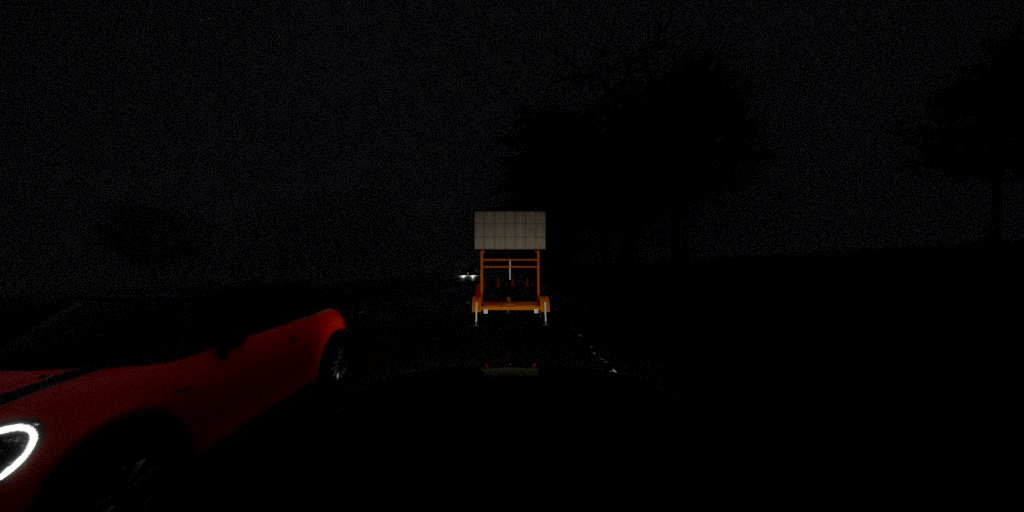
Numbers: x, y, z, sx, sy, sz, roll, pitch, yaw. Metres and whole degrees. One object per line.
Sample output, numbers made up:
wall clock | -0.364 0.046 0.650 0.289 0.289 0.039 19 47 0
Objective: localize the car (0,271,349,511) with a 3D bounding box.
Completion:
car | -3.637 1.102 3.804 2.097 1.767 4.553 0 0 0

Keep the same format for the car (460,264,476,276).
car | -5.683 1.779 46.687 2.033 1.411 5.357 0 -1 -5

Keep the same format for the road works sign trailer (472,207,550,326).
road works sign trailer | -0.065 0.231 11.701 2.380 3.560 2.880 0 0 -2
